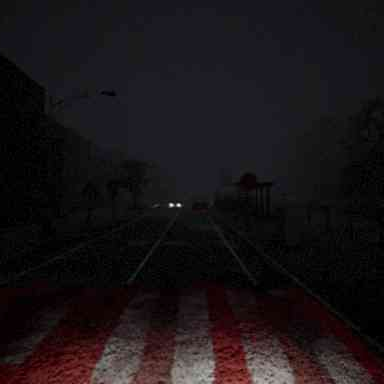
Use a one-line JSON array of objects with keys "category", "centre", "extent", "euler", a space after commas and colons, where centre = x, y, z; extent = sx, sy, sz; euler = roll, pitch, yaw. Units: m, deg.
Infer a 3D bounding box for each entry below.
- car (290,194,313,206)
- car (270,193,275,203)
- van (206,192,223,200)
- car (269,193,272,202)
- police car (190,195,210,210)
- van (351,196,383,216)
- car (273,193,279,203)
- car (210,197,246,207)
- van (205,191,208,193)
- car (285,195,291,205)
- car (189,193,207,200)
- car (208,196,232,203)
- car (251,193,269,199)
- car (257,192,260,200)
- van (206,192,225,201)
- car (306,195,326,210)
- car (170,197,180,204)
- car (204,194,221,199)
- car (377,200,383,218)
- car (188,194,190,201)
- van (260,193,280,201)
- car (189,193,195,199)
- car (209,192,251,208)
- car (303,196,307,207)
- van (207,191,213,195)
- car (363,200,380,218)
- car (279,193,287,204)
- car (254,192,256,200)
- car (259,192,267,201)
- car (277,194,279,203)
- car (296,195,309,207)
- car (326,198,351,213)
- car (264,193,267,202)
[{"category": "car", "centre": [18.812, 1.578, 52.842], "extent": [5.008, 1.535, 2.097], "euler": [0, 0, 0]}, {"category": "car", "centre": [18.971, 1.509, 66.723], "extent": [5.366, 1.575, 1.946], "euler": [0, 0, 0]}, {"category": "van", "centre": [5.797, 1.092, 85.626], "extent": [4.442, 1.987, 1.878], "euler": [0, 1, 0]}, {"category": "car", "centre": [18.753, 1.524, 69.495], "extent": [4.792, 1.488, 2.163], "euler": [0, 1, 0]}, {"category": "police car", "centre": [0.972, 1.553, 44.583], "extent": [1.930, 1.638, 5.238], "euler": [0, 0, 0]}, {"category": "van", "centre": [18.951, 1.436, 33.413], "extent": [4.442, 1.987, 1.878], "euler": [0, 0, 0]}, {"category": "car", "centre": [18.785, 1.528, 63.946], "extent": [5.008, 1.535, 2.097], "euler": [0, 0, 0]}, {"category": "car", "centre": [5.543, 1.578, 51.981], "extent": [5.366, 1.575, 1.946], "euler": [0, 0, 0]}, {"category": "van", "centre": [5.809, 1.194, 77.219], "extent": [4.442, 1.987, 1.878], "euler": [0, 1, 0]}, {"category": "car", "centre": [18.808, 1.566, 55.618], "extent": [5.008, 1.535, 2.097], "euler": [0, 0, 0]}, {"category": "car", "centre": [0.971, 1.429, 54.455], "extent": [2.097, 1.767, 4.553], "euler": [0, 0, 0]}, {"category": "car", "centre": [5.733, 1.528, 68.803], "extent": [4.792, 1.488, 2.163], "euler": [0, 0, 0]}, {"category": "car", "centre": [18.782, 1.120, 91.707], "extent": [4.553, 1.767, 2.185], "euler": [0, 1, 0]}, {"category": "car", "centre": [18.800, 1.162, 77.827], "extent": [5.566, 2.045, 2.435], "euler": [0, 1, 0]}, {"category": "van", "centre": [5.801, 1.126, 82.823], "extent": [4.442, 1.987, 1.878], "euler": [0, 1, 0]}, {"category": "car", "centre": [18.633, 1.611, 44.516], "extent": [5.366, 1.575, 1.946], "euler": [0, 0, 0]}, {"category": "car", "centre": [-3.268, 1.610, 65.027], "extent": [1.895, 1.301, 4.718], "euler": [0, 0, 0]}, {"category": "car", "centre": [5.666, 1.256, 94.039], "extent": [4.674, 1.452, 2.002], "euler": [0, 1, 0]}, {"category": "car", "centre": [18.837, 1.686, 27.862], "extent": [5.008, 1.535, 2.097], "euler": [0, 0, 0]}, {"category": "car", "centre": [-0.005, 1.334, 80.100], "extent": [1.882, 1.535, 5.008], "euler": [0, 1, 0]}, {"category": "van", "centre": [18.884, 1.154, 80.603], "extent": [4.442, 1.987, 1.878], "euler": [0, 1, 0]}, {"category": "car", "centre": [-0.006, 1.197, 95.122], "extent": [1.837, 1.490, 4.892], "euler": [0, 1, 0]}, {"category": "car", "centre": [5.704, 1.342, 49.177], "extent": [5.566, 2.045, 2.435], "euler": [0, 0, 0]}, {"category": "car", "centre": [18.843, 1.632, 47.291], "extent": [4.792, 1.488, 2.163], "euler": [0, 0, 0]}, {"category": "van", "centre": [5.595, 1.306, 63.197], "extent": [4.442, 1.987, 1.878], "euler": [0, 0, 0]}, {"category": "car", "centre": [18.835, 1.714, 30.639], "extent": [4.674, 1.452, 2.002], "euler": [0, 0, 0]}, {"category": "car", "centre": [18.770, 1.303, 58.392], "extent": [5.566, 2.045, 2.435], "euler": [0, 0, 0]}, {"category": "car", "centre": [18.949, 1.343, 83.380], "extent": [5.366, 1.575, 1.946], "euler": [0, 1, 0]}, {"category": "car", "centre": [18.746, 1.191, 75.050], "extent": [5.566, 2.045, 2.435], "euler": [0, 1, 0]}, {"category": "car", "centre": [18.789, 1.544, 61.168], "extent": [4.892, 1.521, 2.231], "euler": [0, 0, 0]}, {"category": "car", "centre": [18.817, 1.591, 50.066], "extent": [4.892, 1.521, 2.231], "euler": [0, 0, 0]}, {"category": "car", "centre": [18.797, 1.667, 38.964], "extent": [4.792, 1.488, 2.163], "euler": [0, 0, 0]}, {"category": "car", "centre": [18.808, 1.498, 72.278], "extent": [4.792, 1.488, 2.163], "euler": [0, 1, 0]}]
